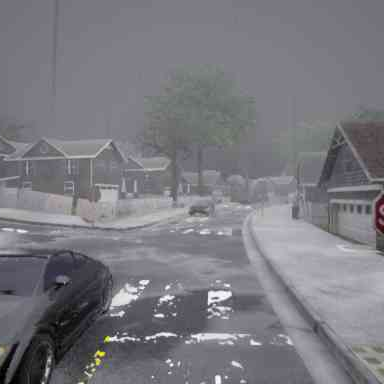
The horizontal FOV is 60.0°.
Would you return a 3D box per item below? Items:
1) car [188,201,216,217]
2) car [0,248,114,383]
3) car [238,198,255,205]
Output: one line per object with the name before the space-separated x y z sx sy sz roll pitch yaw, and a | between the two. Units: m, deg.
car | 1.050 1.522 31.426 2.033 1.411 5.357 0 0 13
car | -2.572 1.574 4.880 1.994 1.385 4.181 0 0 2
car | 9.256 1.592 56.115 1.895 1.301 4.718 0 0 23
